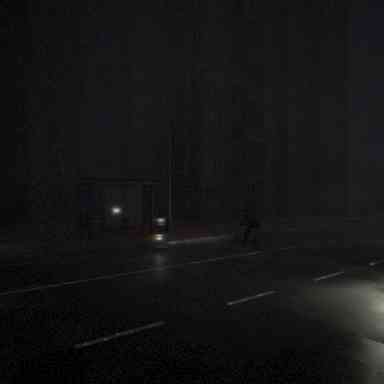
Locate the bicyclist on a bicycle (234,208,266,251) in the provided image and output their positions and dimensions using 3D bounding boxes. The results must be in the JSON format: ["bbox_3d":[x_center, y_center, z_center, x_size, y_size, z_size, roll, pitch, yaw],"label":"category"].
[{"bbox_3d":[2.218,1.454,12.959,0.582,1.620,1.656,0,-2,-37],"label":"bicyclist on a bicycle"}]

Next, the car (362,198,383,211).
[{"bbox_3d":[21.811,1.486,37.440,2.128,1.511,4.902,0,0,-32],"label":"car"}]
